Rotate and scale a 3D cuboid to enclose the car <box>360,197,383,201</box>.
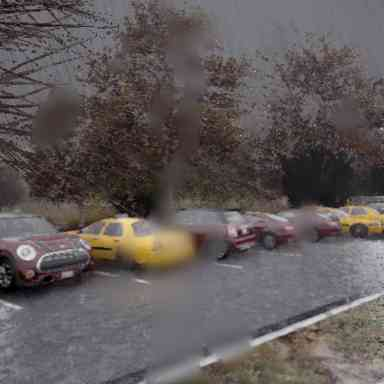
[{"bbox_3d":[11.813,1.362,21.562,4.553,1.767,2.185,-1,-1,32],"label":"car"}]

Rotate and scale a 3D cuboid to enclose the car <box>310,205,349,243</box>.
[{"bbox_3d":[4.763,1.536,16.138,4.674,1.452,2.002,-1,-1,33],"label":"car"}]

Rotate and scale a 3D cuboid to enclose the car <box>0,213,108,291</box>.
[{"bbox_3d":[-4.775,1.380,9.106,4.553,1.767,2.185,-1,-1,34],"label":"car"}]

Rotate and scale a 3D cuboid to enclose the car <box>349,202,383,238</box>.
[{"bbox_3d":[7.272,1.487,17.846,5.366,1.575,1.946,-1,-1,33],"label":"car"}]

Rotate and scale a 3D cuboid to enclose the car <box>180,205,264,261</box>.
[{"bbox_3d":[0.050,1.374,12.566,4.553,1.767,2.185,-1,-1,34],"label":"car"}]

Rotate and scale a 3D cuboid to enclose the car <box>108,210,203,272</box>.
[{"bbox_3d":[-2.513,1.502,10.927,5.366,1.575,1.946,-1,0,34],"label":"car"}]

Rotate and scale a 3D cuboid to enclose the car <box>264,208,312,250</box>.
[{"bbox_3d":[2.402,1.538,14.351,4.674,1.452,2.002,-1,-1,33],"label":"car"}]
